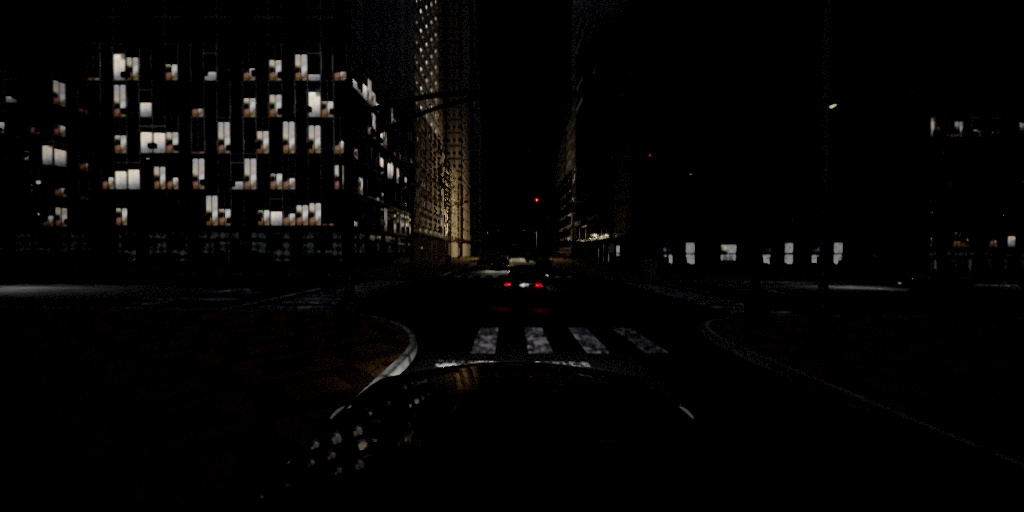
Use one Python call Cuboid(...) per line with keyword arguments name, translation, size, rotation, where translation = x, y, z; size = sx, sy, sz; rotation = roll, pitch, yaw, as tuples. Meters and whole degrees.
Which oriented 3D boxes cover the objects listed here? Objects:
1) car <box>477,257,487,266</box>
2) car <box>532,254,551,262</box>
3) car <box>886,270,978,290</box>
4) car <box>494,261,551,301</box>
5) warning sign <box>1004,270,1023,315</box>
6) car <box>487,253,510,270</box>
Cuboid(name="car", translation=(-3.994, 0.736, 51.066), size=(1.802, 1.307, 4.207), rotation=(0, 0, 0))
Cuboid(name="car", translation=(3.956, 0.790, 45.569), size=(1.948, 1.339, 4.313), rotation=(0, 0, 0))
Cuboid(name="car", translation=(29.157, 1.612, 25.013), size=(4.718, 1.301, 1.895), rotation=(1, 1, -3))
Cuboid(name="car", translation=(0.670, 1.150, 16.363), size=(2.033, 1.411, 5.357), rotation=(1, 1, 5))
Cuboid(name="warning sign", translation=(17.281, 1.081, 11.761), size=(1.060, 1.860, 1.300), rotation=(0, 0, -3))
Cuboid(name="car", translation=(-1.486, 0.763, 40.763), size=(1.882, 1.535, 5.008), rotation=(0, 1, 0))
